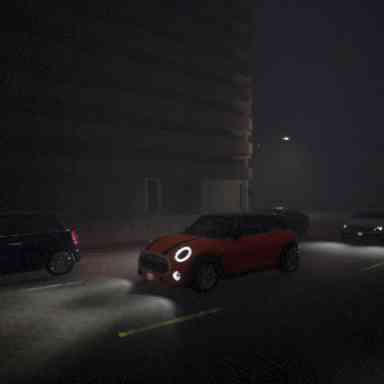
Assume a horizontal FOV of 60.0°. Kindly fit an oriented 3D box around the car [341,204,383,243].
[{"bbox_3d":[8.807,1.537,16.272,1.812,1.442,4.674,0,0,40],"label":"car"}]

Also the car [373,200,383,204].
[{"bbox_3d":[21.100,1.573,36.339,2.033,1.411,5.357,0,0,5],"label":"car"}]

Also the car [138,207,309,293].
[{"bbox_3d":[0.835,1.355,9.019,4.553,1.767,2.097,0,0,-37],"label":"car"}]

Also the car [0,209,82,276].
[{"bbox_3d":[-5.395,1.352,8.743,4.553,1.767,2.097,0,0,-36],"label":"car"}]
